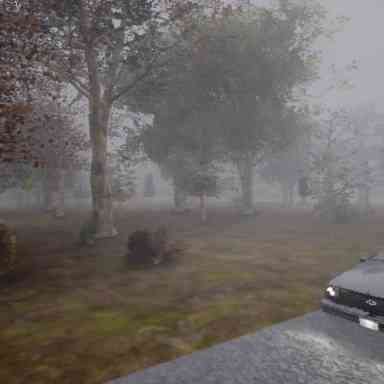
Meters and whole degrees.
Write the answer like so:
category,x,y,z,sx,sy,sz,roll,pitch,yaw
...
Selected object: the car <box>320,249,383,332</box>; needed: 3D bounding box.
category,x,y,z,sx,sy,sz,roll,pitch,yaw
car,4.788,1.560,6.405,5.357,1.411,2.033,0,0,-35
